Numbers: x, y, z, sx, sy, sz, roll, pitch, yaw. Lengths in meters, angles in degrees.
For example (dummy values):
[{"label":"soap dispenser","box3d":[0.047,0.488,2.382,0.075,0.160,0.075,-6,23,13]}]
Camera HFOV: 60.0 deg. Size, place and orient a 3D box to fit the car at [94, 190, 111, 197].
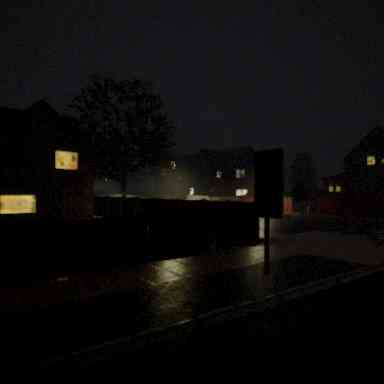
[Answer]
[{"label":"car","box3d":[-11.807,0.784,41.577,2.150,2.045,5.566,0,0,-36]}]
